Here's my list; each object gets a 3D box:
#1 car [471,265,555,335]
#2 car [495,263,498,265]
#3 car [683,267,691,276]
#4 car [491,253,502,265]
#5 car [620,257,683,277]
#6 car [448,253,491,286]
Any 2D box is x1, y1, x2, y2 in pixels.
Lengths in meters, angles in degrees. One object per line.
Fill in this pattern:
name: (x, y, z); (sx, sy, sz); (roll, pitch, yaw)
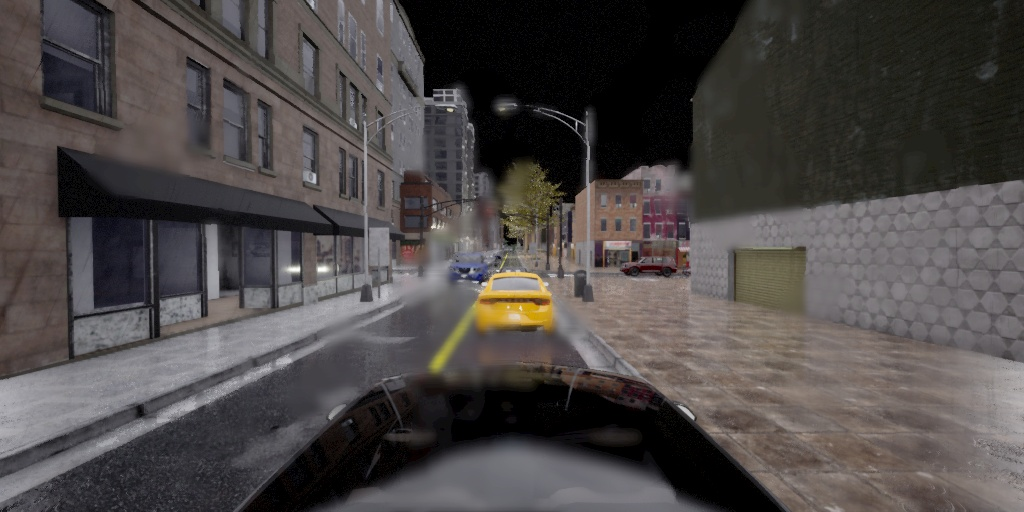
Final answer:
car: (0.097, 1.206, 10.467); (1.882, 1.535, 5.008); (0, 0, 0)
car: (0.071, 1.250, 19.909); (1.895, 1.301, 4.718); (0, 1, 0)
car: (18.109, 1.296, 33.449); (4.207, 1.307, 1.802); (0, 0, 0)
car: (-2.833, 0.612, 46.023); (2.128, 1.511, 4.902); (0, 2, 1)
car: (12.707, 0.952, 33.440); (5.009, 1.841, 2.192); (0, 0, 0)
car: (-2.837, 0.815, 24.254); (2.150, 2.045, 5.566); (0, 1, 0)
